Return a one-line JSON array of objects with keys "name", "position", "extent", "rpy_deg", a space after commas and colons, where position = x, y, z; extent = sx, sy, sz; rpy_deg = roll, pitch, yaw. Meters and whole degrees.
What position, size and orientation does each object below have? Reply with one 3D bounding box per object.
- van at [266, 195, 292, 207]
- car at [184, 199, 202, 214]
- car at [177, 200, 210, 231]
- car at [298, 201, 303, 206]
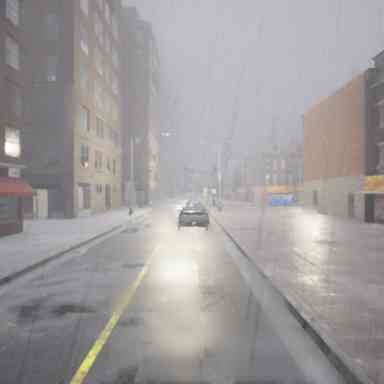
[{"name": "van", "position": [13.751, 1.378, 52.423], "extent": [3.998, 1.788, 1.690], "rpy_deg": [0, 0, 0]}, {"name": "car", "position": [0.110, 1.554, 36.125], "extent": [1.812, 1.442, 4.674], "rpy_deg": [0, 0, 0]}, {"name": "car", "position": [0.105, 1.507, 20.459], "extent": [2.128, 1.511, 4.902], "rpy_deg": [0, 0, 0]}, {"name": "car", "position": [19.193, 1.558, 52.413], "extent": [4.829, 1.417, 1.752], "rpy_deg": [0, 0, 0]}]
